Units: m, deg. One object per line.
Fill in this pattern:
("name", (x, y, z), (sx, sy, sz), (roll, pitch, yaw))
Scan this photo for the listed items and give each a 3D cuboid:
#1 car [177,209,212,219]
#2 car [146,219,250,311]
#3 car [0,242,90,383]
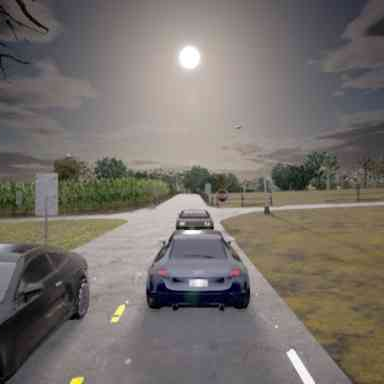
("car", (0.138, 1.562, 18.410), (1.895, 1.301, 4.718), (0, 0, 0))
("car", (0.116, 1.561, 7.827), (1.994, 1.385, 4.181), (0, 0, 0))
("car", (-2.835, 1.525, 4.633), (1.812, 1.442, 4.674), (0, 0, 0))
